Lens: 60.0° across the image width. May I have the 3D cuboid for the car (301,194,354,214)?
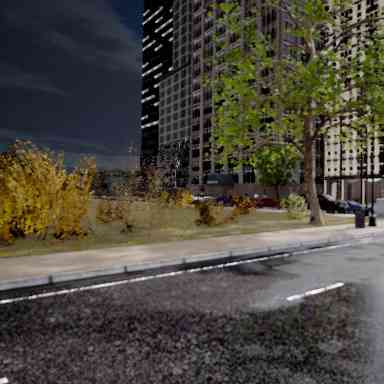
[{"bbox_3d":[13.712,1.224,35.342,2.150,2.045,5.566,1,-1,-34],"label":"car"}]

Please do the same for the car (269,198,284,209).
[{"bbox_3d":[10.890,1.571,45.373,1.812,1.442,4.674,1,-1,-34],"label":"car"}]

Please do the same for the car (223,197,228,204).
[{"bbox_3d":[5.908,1.661,64.634,1.812,1.442,4.674,1,-1,-34],"label":"car"}]

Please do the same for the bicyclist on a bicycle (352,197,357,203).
[{"bbox_3d":[22.931,1.545,46.916,1.656,1.620,0.582,1,0,-34],"label":"bicyclist on a bicycle"}]

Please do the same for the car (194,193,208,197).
[{"bbox_3d":[2.058,1.246,58.591,2.150,2.045,5.566,1,-1,-33],"label":"car"}]

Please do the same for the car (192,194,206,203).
[{"bbox_3d":[-0.492,1.515,56.550,2.033,1.411,5.357,1,-1,-33],"label":"car"}]

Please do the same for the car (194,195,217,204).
[{"bbox_3d":[2.551,1.430,63.898,2.097,1.767,4.553,1,-1,-33],"label":"car"}]

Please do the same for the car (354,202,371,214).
[{"bbox_3d":[16.872,1.608,36.519,2.033,1.411,5.357,1,-1,-31],"label":"car"}]

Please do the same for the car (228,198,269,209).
[{"bbox_3d":[7.508,1.465,44.579,1.882,1.535,5.008,1,-1,-34],"label":"car"}]
